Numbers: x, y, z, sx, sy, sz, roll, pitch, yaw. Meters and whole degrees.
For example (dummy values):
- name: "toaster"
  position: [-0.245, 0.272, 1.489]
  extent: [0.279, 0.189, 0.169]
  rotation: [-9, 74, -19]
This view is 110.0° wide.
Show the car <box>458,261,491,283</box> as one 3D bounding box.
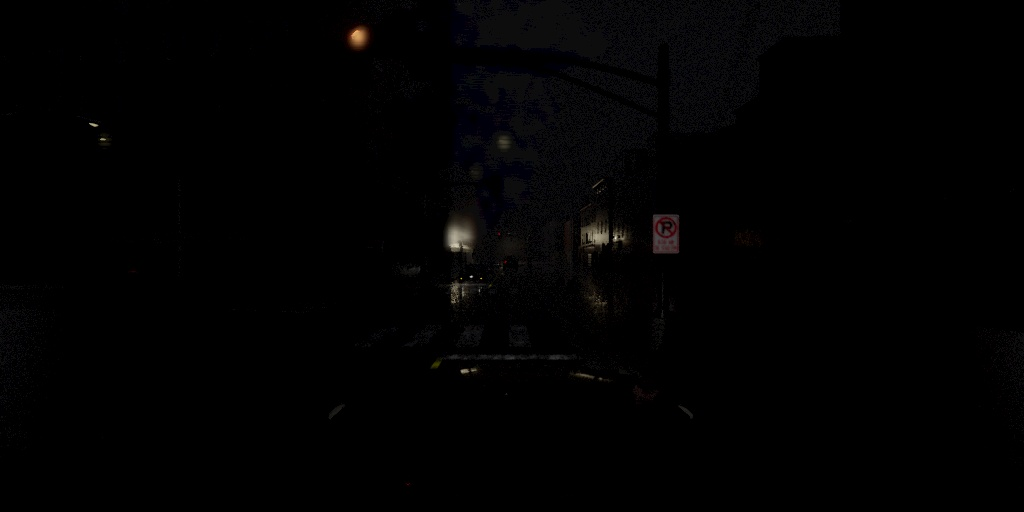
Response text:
- name: "car"
  position: [-2.951, 1.314, 27.900]
  extent: [1.994, 1.385, 4.181]
  rotation: [0, 0, 0]

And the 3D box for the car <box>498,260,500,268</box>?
- name: "car"
  position: [-2.990, 1.310, 61.957]
  extent: [2.033, 1.411, 5.357]
  rotation: [0, 0, 0]

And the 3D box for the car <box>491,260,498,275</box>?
- name: "car"
  position: [-2.993, 1.299, 39.122]
  extent: [2.033, 1.411, 5.357]
  rotation: [0, 0, 0]

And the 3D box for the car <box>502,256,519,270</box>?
- name: "car"
  position: [-0.198, 0.979, 52.573]
  extent: [2.150, 2.045, 5.566]
  rotation: [0, 0, 0]
